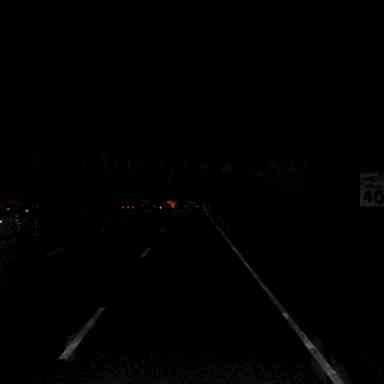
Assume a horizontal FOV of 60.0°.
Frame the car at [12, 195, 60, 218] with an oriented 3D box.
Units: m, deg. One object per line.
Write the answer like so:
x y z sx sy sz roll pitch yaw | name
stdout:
-15.051 1.386 33.045 2.150 2.045 5.566 0 0 0 | car

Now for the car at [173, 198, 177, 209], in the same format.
-3.321 1.597 49.351 2.097 1.767 4.553 0 0 1 | car

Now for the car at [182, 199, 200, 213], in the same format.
-0.022 1.720 39.114 1.812 1.442 4.674 0 0 1 | car

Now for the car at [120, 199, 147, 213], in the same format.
-7.022 1.742 39.106 2.033 1.411 5.357 0 0 1 | car

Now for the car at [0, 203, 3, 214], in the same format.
-15.113 1.675 22.366 1.994 1.385 4.181 0 0 0 | car

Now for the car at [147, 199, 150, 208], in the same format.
-6.819 1.771 49.467 1.812 1.442 4.674 0 0 1 | car

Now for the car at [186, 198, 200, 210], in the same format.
0.180 1.723 49.330 1.882 1.535 5.008 0 0 1 | car

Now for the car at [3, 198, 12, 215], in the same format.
-18.542 1.403 36.380 2.150 2.045 5.566 0 0 0 | car

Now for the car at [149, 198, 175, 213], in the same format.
-3.518 1.760 39.522 1.994 1.385 4.181 0 0 1 | car
